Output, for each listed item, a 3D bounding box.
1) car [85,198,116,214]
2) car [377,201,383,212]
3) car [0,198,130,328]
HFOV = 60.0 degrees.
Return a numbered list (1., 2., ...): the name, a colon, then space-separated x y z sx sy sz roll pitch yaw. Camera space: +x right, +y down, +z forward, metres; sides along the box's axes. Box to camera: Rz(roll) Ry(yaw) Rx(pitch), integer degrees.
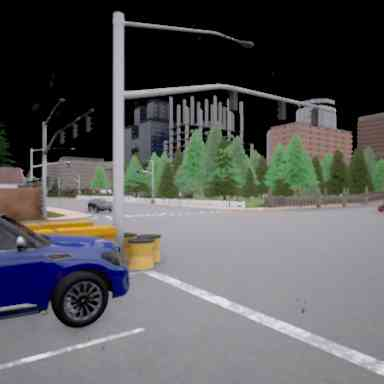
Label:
1. car: -10.274 1.509 37.103 1.837 1.490 4.892 0 0 -33
2. car: 22.935 1.357 37.575 4.553 1.767 2.097 0 0 -35
3. car: -3.824 1.221 5.334 5.566 2.045 2.150 0 0 -35
